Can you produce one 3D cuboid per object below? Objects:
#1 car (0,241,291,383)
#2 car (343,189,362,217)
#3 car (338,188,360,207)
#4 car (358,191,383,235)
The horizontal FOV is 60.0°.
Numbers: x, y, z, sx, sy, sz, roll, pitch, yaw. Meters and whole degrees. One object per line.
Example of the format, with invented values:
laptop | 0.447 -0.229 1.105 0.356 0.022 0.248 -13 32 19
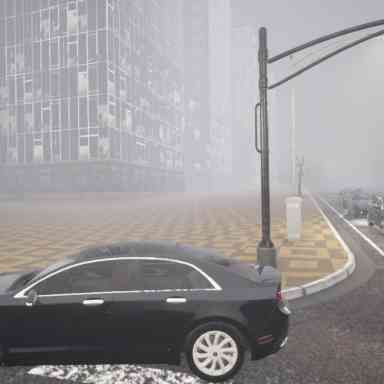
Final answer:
car | -1.121 1.505 4.786 4.892 1.490 1.837 0 0 0
car | 10.964 0.759 20.757 1.994 1.385 4.181 -1 2 17
car | 12.938 0.453 26.828 2.128 1.511 4.902 -1 2 18
car | 8.937 0.928 14.456 2.128 1.511 4.902 -1 2 18
